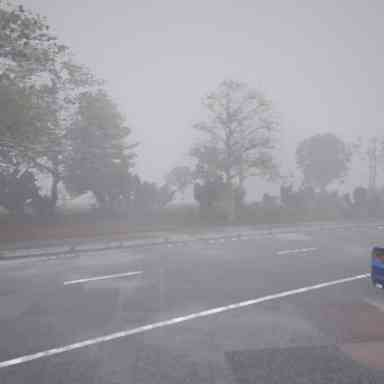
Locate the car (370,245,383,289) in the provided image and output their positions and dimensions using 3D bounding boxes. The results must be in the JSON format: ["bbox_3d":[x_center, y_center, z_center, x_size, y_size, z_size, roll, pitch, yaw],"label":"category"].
[{"bbox_3d":[6.126,1.452,7.443,5.008,1.535,1.882,0,0,-31],"label":"car"}]
